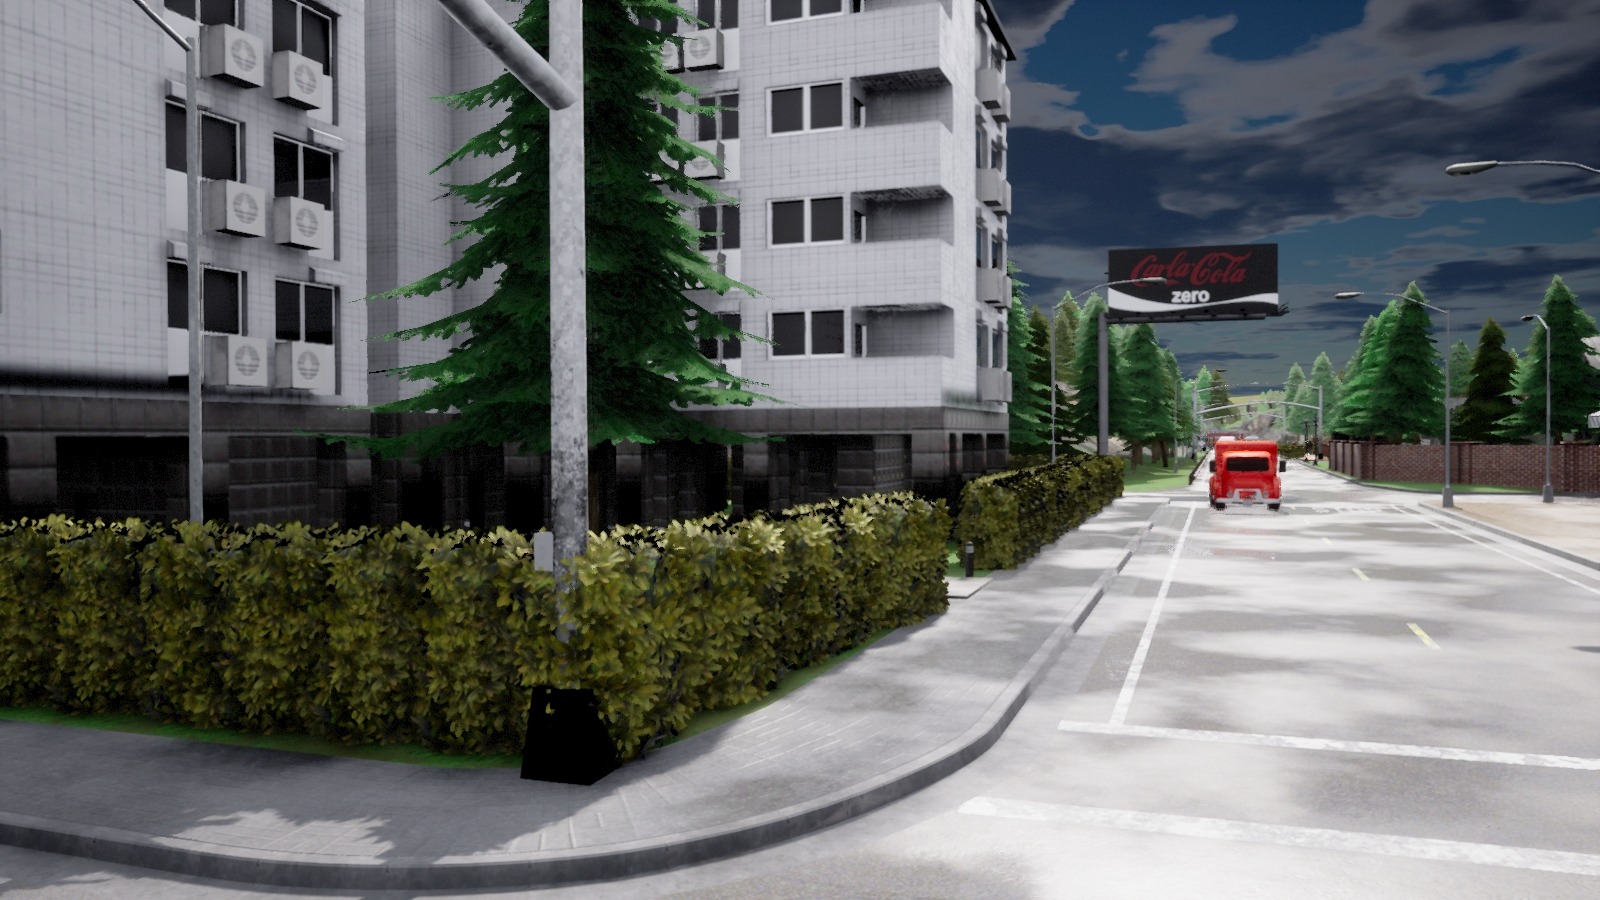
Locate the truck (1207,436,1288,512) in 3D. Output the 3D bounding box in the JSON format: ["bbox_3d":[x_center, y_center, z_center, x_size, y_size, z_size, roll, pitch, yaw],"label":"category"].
[{"bbox_3d":[16.492,0.799,42.255,2.627,2.467,5.204,0,2,20],"label":"truck"}]
